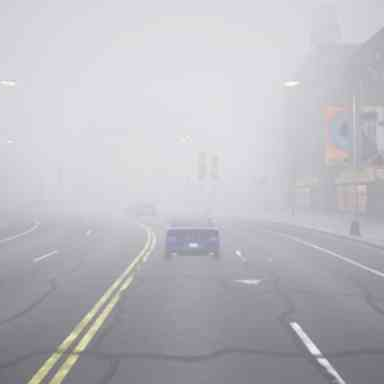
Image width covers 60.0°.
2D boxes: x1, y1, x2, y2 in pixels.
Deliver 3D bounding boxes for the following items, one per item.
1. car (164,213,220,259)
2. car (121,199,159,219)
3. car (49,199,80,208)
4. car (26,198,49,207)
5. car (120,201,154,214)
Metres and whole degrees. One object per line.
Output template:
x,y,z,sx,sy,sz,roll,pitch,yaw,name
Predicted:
-0.054,1.532,12.926,1.882,1.535,5.008,0,0,-2,car
-4.854,1.618,30.659,2.128,1.511,4.902,0,0,-28,car
-20.452,1.817,54.012,4.718,1.301,1.895,0,0,30,car
-25.755,1.750,56.183,4.674,1.452,2.002,0,0,20,car
-6.555,1.763,39.282,1.895,1.301,4.718,0,0,-40,car
